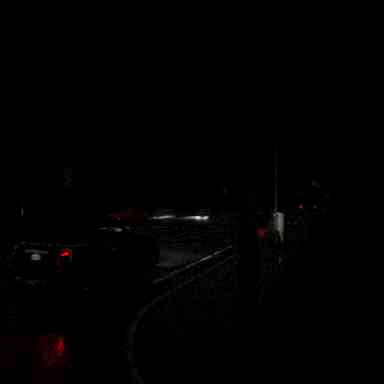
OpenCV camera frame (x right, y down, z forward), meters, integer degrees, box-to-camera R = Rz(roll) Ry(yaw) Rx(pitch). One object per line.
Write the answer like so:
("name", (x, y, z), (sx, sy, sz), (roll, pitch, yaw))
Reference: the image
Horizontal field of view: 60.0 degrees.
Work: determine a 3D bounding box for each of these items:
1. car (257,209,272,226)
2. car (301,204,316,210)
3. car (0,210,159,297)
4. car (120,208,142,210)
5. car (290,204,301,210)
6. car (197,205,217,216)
("car", (6.463, 2.398, 31.854), (1.812, 1.442, 4.674), (0, -2, 22))
("car", (30.198, 3.915, 86.035), (1.882, 1.535, 5.008), (0, -2, 26))
("car", (-2.759, 1.568, 9.574), (2.097, 1.767, 4.553), (0, -2, 22))
("car", (-5.731, 2.172, 30.102), (1.882, 1.535, 5.008), (0, -2, 23))
("car", (26.855, 3.955, 87.163), (2.128, 1.511, 4.902), (0, -2, 26))
("car", (2.289, 2.741, 49.236), (2.128, 1.511, 4.902), (0, -2, 23))
